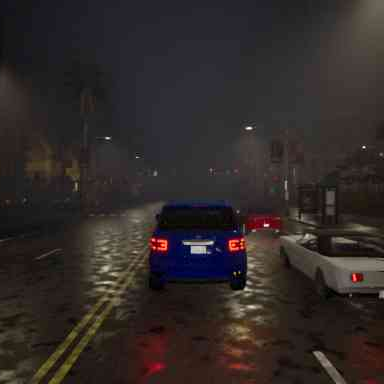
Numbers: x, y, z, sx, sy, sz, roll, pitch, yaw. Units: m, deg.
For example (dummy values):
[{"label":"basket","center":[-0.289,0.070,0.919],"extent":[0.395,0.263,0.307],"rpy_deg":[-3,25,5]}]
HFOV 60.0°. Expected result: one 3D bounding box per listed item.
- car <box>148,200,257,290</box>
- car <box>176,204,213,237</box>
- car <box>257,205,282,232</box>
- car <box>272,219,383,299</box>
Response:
[{"label":"car","center":[0.119,1.221,9.182],"extent":[2.150,2.045,5.566],"rpy_deg":[0,0,0]},{"label":"car","center":[0.141,1.505,19.044],"extent":[1.837,1.490,4.892],"rpy_deg":[0,0,0]},{"label":"car","center":[3.639,1.478,18.738],"extent":[1.882,1.535,5.008],"rpy_deg":[0,0,0]},{"label":"car","center":[3.616,1.601,8.365],"extent":[1.895,1.301,4.718],"rpy_deg":[0,0,0]}]
